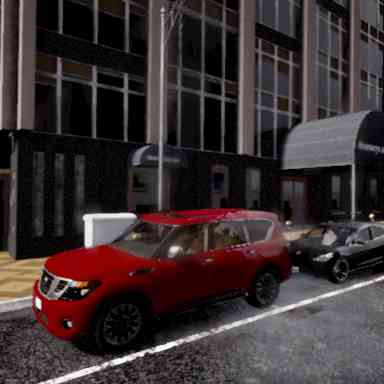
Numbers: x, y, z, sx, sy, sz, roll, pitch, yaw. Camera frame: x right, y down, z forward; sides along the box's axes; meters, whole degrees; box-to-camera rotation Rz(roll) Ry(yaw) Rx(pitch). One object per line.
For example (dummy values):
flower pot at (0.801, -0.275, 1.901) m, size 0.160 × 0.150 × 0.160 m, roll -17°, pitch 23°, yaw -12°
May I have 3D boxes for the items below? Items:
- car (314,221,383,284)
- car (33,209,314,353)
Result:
car at (4.329, 1.549, 9.591) m, size 4.313 × 1.339 × 1.947 m, roll 0°, pitch 1°, yaw -35°
car at (-0.207, 1.308, 6.349) m, size 5.009 × 1.841 × 2.192 m, roll 0°, pitch 1°, yaw -35°
